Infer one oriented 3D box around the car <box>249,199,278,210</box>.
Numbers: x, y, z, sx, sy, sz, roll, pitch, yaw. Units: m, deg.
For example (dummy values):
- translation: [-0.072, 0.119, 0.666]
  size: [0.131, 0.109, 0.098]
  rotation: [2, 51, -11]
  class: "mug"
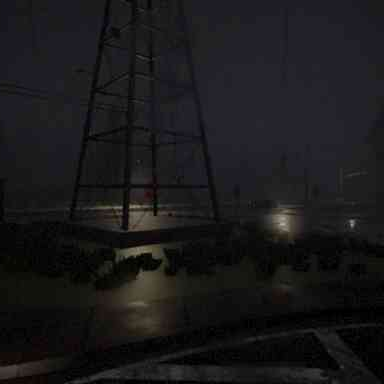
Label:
- translation: [9.300, 1.544, 43.059]
  size: [4.181, 1.385, 1.994]
  rotation: [0, 0, -42]
  class: "car"
